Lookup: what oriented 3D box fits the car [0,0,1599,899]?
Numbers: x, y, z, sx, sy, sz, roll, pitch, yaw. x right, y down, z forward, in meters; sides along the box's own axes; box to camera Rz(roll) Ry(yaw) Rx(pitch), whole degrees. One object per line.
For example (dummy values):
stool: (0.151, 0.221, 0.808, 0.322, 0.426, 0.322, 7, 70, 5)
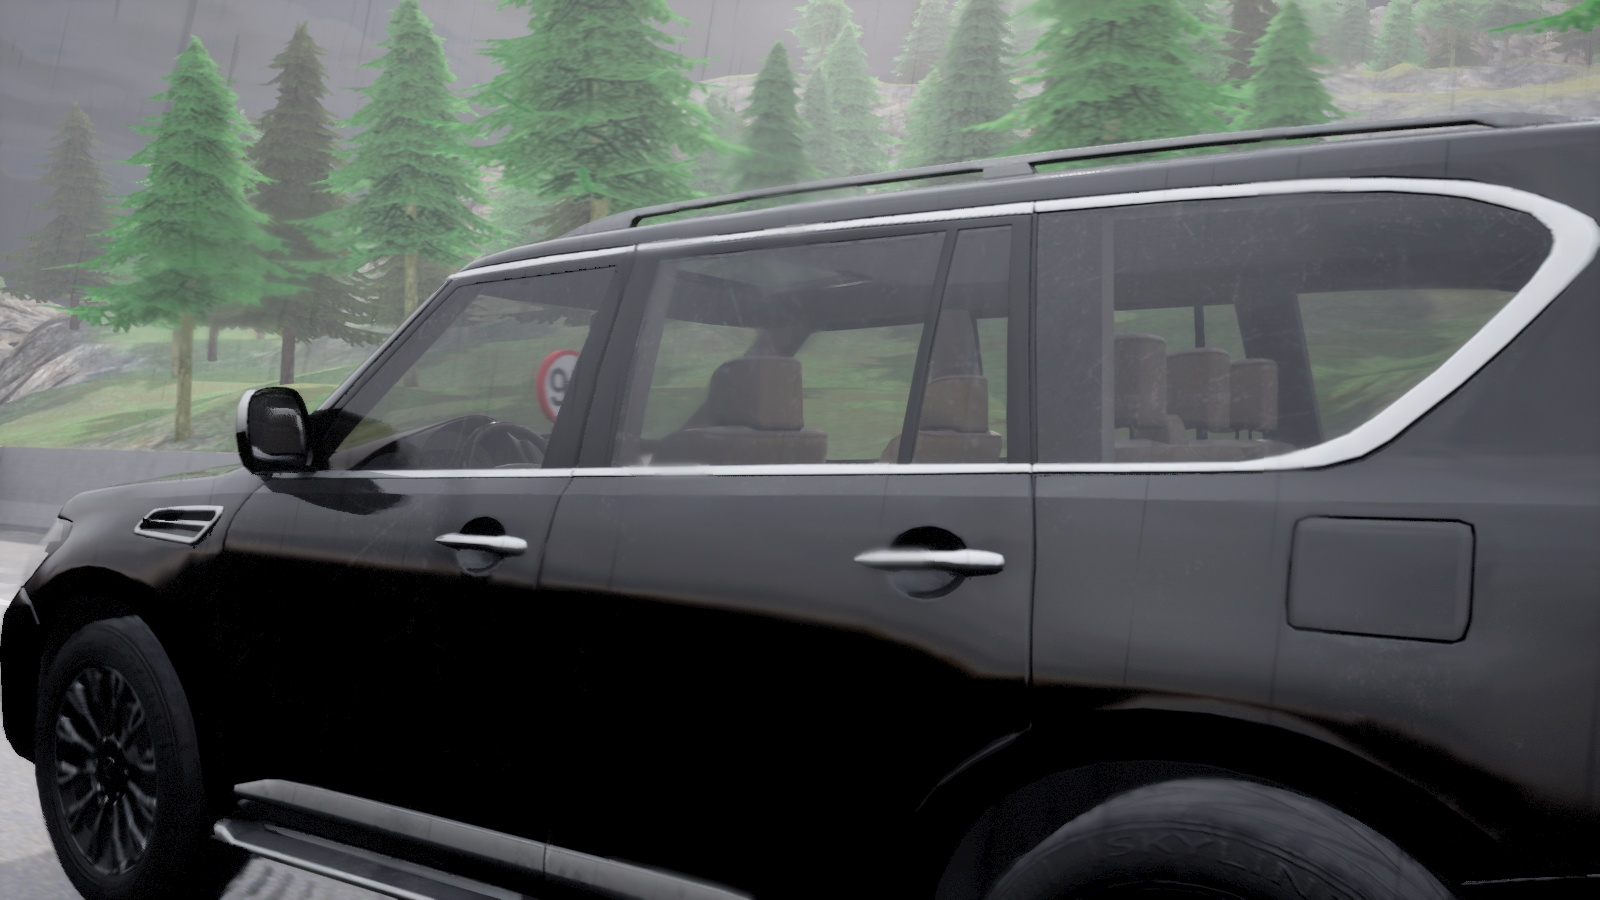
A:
car: (-0.017, 0.408, 3.633, 5.566, 2.045, 2.150, 0, 1, 34)
